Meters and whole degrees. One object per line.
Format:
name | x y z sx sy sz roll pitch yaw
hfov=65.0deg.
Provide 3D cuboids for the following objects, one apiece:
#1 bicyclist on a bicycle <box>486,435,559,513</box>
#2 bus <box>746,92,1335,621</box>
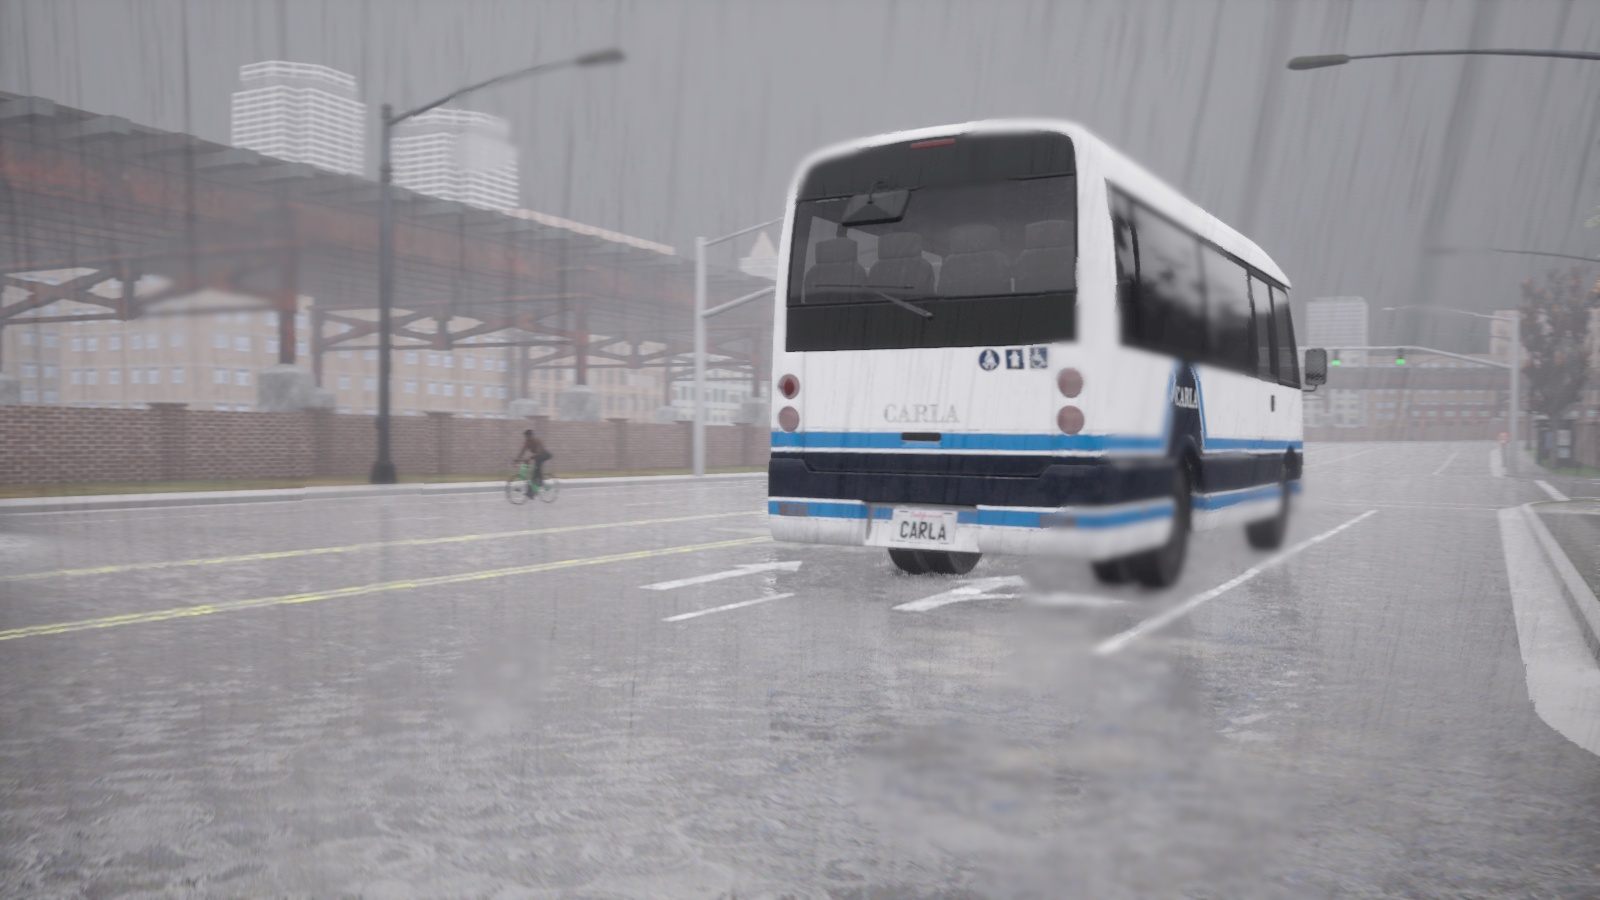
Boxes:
bicyclist on a bicycle | -5.921 0.487 26.885 0.582 1.620 1.656 0 1 28
bus | 3.786 -0.803 15.527 3.944 4.253 10.273 0 1 30
